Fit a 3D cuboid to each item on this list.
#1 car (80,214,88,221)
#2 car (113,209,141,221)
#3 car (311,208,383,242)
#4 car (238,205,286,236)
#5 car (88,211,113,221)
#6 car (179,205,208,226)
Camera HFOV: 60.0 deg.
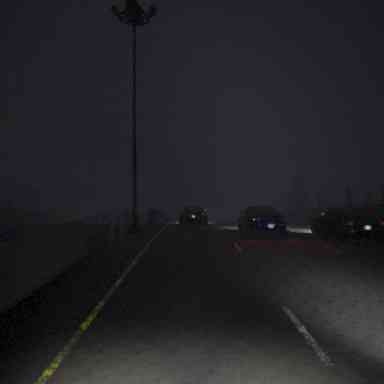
[{"bbox_3d":[-14.024,3.702,46.535,1.895,1.301,4.718,0,-7,0],"label":"car"},{"bbox_3d":[-7.034,2.678,37.875,2.033,1.411,5.357,0,-6,0],"label":"car"},{"bbox_3d":[7.096,1.430,15.427,1.994,1.385,4.181,0,0,0],"label":"car"},{"bbox_3d":[3.596,1.419,17.456,1.812,1.442,4.674,0,-1,0],"label":"car"},{"bbox_3d":[-10.547,2.962,40.032,1.895,1.301,4.718,0,-6,1],"label":"car"},{"bbox_3d":[0.095,1.646,23.658,1.994,1.385,4.181,0,-3,0],"label":"car"}]
